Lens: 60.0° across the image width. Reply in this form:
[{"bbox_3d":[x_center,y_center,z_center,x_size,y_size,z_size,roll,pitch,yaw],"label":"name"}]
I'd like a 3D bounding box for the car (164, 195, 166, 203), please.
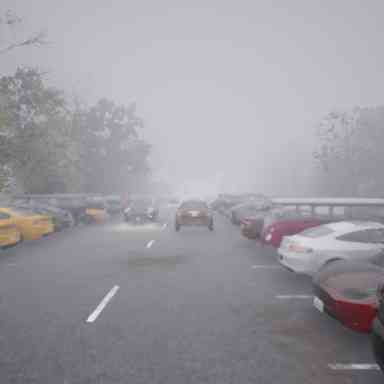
[{"bbox_3d":[-8.502,1.706,69.495,5.008,1.535,2.097,0,-1,0],"label":"car"}]

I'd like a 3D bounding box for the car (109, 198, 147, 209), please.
[{"bbox_3d":[-8.510,1.493,44.565,4.674,1.452,2.002,0,-1,0],"label":"car"}]

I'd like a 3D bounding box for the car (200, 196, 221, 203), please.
[{"bbox_3d":[4.778,1.958,86.065,5.366,1.575,1.946,0,-1,0],"label":"car"}]

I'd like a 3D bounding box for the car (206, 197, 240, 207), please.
[{"bbox_3d":[4.577,1.510,49.989,4.892,1.521,2.231,0,-1,0],"label":"car"}]

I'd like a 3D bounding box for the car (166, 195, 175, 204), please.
[{"bbox_3d":[-3.466,1.784,65.281,1.895,1.301,4.718,0,-1,0],"label":"car"}]

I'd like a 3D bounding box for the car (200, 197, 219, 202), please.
[{"bbox_3d":[4.588,2.014,88.841,4.892,1.521,2.231,0,-1,0],"label":"car"}]

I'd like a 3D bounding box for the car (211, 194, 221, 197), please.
[{"bbox_3d":[4.531,1.060,30.559,5.566,2.045,2.435,0,-1,0],"label":"car"}]

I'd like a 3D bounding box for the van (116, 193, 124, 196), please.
[{"bbox_3d":[-8.404,1.085,30.584,4.442,1.987,1.878,0,0,0],"label":"van"}]

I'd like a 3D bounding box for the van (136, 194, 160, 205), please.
[{"bbox_3d":[-8.383,1.424,63.958,4.442,1.987,1.878,0,-1,0],"label":"van"}]

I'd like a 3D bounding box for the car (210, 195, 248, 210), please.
[{"bbox_3d":[4.597,1.299,41.662,4.553,1.767,2.185,0,-1,0],"label":"car"}]

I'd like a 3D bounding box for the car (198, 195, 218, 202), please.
[{"bbox_3d":[4.570,1.867,94.397,5.566,2.045,2.435,0,-1,0],"label":"car"}]

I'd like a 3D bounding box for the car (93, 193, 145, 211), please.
[{"bbox_3d":[-8.487,1.144,38.902,5.566,2.045,2.435,0,-1,0],"label":"car"}]

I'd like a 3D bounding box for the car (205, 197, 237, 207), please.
[{"bbox_3d":[4.566,1.538,52.765,4.892,1.521,2.231,0,-1,0],"label":"car"}]

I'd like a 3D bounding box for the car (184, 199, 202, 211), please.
[{"bbox_3d":[0.124,1.482,39.170,1.994,1.385,4.181,0,-1,0],"label":"car"}]

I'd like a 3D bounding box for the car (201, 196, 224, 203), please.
[{"bbox_3d":[4.592,1.773,74.974,4.892,1.521,2.231,0,-1,0],"label":"car"}]

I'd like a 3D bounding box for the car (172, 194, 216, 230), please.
[{"bbox_3d":[0.113,1.231,20.062,2.097,1.767,4.553,0,0,0],"label":"car"}]

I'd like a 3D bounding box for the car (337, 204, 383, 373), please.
[{"bbox_3d":[4.570,1.210,2.813,5.566,2.045,2.435,0,0,0],"label":"car"}]

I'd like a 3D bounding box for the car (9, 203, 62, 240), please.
[{"bbox_3d":[-8.526,1.393,14.114,5.008,1.535,2.097,0,0,0],"label":"car"}]

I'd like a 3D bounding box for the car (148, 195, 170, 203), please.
[{"bbox_3d":[-8.515,1.709,86.110,5.566,2.045,2.435,0,-1,0],"label":"car"}]

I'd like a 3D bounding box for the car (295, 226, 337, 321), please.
[{"bbox_3d":[4.514,1.474,5.591,4.792,1.488,2.163,0,0,0],"label":"car"}]

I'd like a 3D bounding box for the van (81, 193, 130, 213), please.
[{"bbox_3d":[-8.635,1.114,33.487,4.442,1.987,1.878,0,-1,0],"label":"van"}]

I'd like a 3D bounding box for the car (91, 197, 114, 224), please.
[{"bbox_3d":[-8.341,1.341,22.425,5.366,1.575,1.946,0,0,0],"label":"car"}]

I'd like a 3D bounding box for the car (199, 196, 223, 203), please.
[{"bbox_3d":[4.402,1.809,77.741,5.366,1.575,1.946,0,-1,0],"label":"car"}]

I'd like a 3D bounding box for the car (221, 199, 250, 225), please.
[{"bbox_3d":[4.551,1.386,22.248,4.674,1.452,2.002,0,0,0],"label":"car"}]

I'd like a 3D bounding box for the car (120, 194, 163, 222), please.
[{"bbox_3d":[-3.583,1.204,24.378,2.097,1.767,4.553,0,0,0],"label":"car"}]

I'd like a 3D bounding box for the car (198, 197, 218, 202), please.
[{"bbox_3d":[4.411,2.063,91.617,5.366,1.575,1.946,0,-1,0],"label":"car"}]

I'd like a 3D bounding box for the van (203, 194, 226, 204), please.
[{"bbox_3d":[4.464,1.453,66.647,4.442,1.987,1.878,0,-1,0],"label":"van"}]

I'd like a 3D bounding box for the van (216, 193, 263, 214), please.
[{"bbox_3d":[4.677,1.114,33.334,4.442,1.987,1.878,0,-1,0],"label":"van"}]

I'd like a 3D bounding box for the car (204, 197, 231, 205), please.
[{"bbox_3d":[4.607,1.651,61.092,4.792,1.488,2.163,0,-1,0],"label":"car"}]

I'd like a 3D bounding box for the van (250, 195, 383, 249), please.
[{"bbox_3d":[4.431,1.186,11.141,4.442,1.987,1.878,0,0,0],"label":"van"}]

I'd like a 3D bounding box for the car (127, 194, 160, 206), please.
[{"bbox_3d":[-8.476,1.342,58.418,5.566,2.045,2.435,0,-1,0],"label":"car"}]

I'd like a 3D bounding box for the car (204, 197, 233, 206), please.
[{"bbox_3d":[4.605,1.623,58.316,4.792,1.488,2.163,0,-1,0],"label":"car"}]

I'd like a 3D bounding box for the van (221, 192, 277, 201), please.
[{"bbox_3d":[4.672,1.104,25.022,4.442,1.987,1.878,0,0,0],"label":"van"}]

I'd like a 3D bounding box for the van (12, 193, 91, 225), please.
[{"bbox_3d":[-8.644,1.134,19.653,4.442,1.987,1.878,0,0,0],"label":"van"}]

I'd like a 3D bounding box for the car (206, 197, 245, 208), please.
[{"bbox_3d":[4.755,1.478,47.212,5.366,1.575,1.946,0,-1,0],"label":"car"}]

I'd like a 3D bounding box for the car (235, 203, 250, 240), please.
[{"bbox_3d":[4.543,1.395,13.919,5.008,1.535,2.097,0,0,0],"label":"car"}]

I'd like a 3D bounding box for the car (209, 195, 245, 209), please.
[{"bbox_3d":[4.599,1.327,44.438,4.553,1.767,2.185,0,-1,0],"label":"car"}]

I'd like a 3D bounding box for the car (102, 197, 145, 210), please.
[{"bbox_3d":[-8.508,1.424,41.794,5.008,1.535,2.097,0,-1,0],"label":"car"}]

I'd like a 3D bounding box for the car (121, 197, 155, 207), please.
[{"bbox_3d":[-8.502,1.537,52.875,5.008,1.535,2.097,0,-1,0],"label":"car"}]

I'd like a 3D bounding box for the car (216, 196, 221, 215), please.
[{"bbox_3d":[4.528,1.342,27.806,4.792,1.488,2.163,0,0,0],"label":"car"}]

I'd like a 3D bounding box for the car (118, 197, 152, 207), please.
[{"bbox_3d":[-8.512,1.548,49.980,4.674,1.452,2.002,0,-1,0],"label":"car"}]

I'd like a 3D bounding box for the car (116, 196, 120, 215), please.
[{"bbox_3d":[-8.528,1.311,27.964,5.008,1.535,2.097,0,0,0],"label":"car"}]

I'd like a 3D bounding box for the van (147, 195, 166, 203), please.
[{"bbox_3d":[-8.607,1.630,80.446,4.442,1.987,1.878,0,-1,0],"label":"van"}]

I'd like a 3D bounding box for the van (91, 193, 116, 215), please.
[{"bbox_3d":[-8.407,1.101,25.192,4.442,1.987,1.878,0,0,0],"label":"van"}]

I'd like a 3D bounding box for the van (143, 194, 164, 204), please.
[{"bbox_3d":[-8.387,1.511,72.283,4.442,1.987,1.878,0,-1,0],"label":"van"}]

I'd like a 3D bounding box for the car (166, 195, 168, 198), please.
[{"bbox_3d":[-8.523,1.800,75.032,4.792,1.488,2.163,0,-1,0],"label":"car"}]

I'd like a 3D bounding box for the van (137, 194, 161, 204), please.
[{"bbox_3d":[-8.615,1.452,66.728,4.442,1.987,1.878,0,-1,0],"label":"van"}]

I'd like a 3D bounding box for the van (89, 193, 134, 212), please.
[{"bbox_3d":[-8.634,1.141,36.132,4.442,1.987,1.878,0,-1,0],"label":"van"}]

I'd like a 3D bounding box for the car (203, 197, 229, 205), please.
[{"bbox_3d":[4.609,1.680,63.868,4.792,1.488,2.163,0,-1,0],"label":"car"}]

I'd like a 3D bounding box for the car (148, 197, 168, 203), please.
[{"bbox_3d":[-8.460,1.937,83.335,4.792,1.488,2.163,0,-1,0],"label":"car"}]

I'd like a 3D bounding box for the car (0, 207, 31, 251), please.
[{"bbox_3d":[-8.527,1.410,11.218,5.008,1.535,2.097,0,0,0],"label":"car"}]

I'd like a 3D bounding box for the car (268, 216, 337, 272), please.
[{"bbox_3d":[4.543,1.468,8.367,4.674,1.452,2.002,0,0,0],"label":"car"}]

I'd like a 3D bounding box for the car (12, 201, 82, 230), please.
[{"bbox_3d":[-8.523,1.377,16.884,4.892,1.521,2.231,0,0,0],"label":"car"}]

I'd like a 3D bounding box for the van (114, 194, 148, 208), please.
[{"bbox_3d":[-8.627,1.254,47.212,4.442,1.987,1.878,0,-1,0],"label":"van"}]

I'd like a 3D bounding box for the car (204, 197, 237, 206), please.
[{"bbox_3d":[4.760,1.562,55.540,5.366,1.575,1.946,0,-1,0],"label":"car"}]

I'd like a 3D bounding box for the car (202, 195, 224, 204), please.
[{"bbox_3d":[4.553,1.612,72.196,4.553,1.767,2.185,0,-1,0],"label":"car"}]
